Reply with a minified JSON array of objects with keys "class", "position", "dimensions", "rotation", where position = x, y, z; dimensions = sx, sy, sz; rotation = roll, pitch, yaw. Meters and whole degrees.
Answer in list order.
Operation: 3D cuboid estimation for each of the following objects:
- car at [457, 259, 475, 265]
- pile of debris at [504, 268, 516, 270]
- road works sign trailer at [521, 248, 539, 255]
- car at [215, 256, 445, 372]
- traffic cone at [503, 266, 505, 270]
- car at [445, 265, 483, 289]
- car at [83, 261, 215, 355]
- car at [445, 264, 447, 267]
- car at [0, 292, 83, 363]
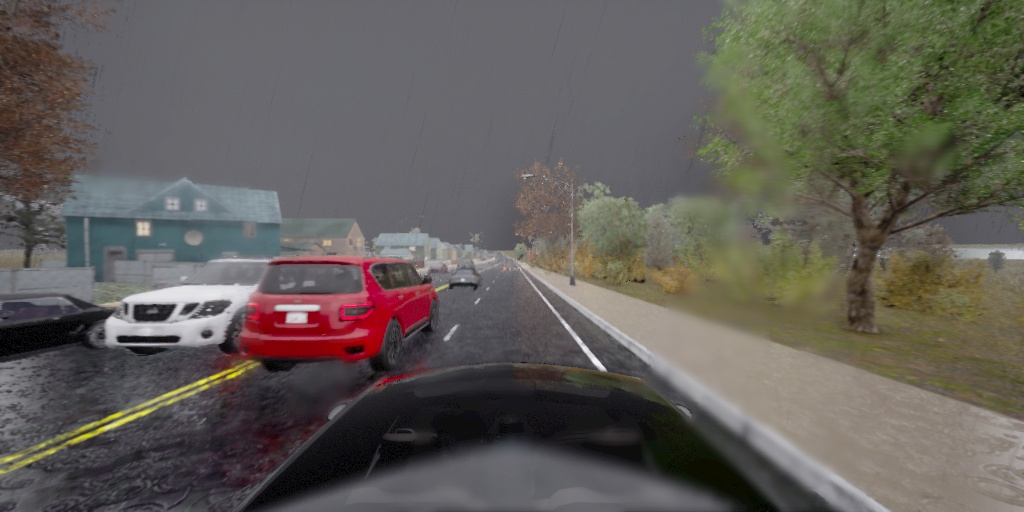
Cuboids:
[{"class":"car","position":[-6.567,1.402,51.517],"dimensions":[2.150,2.045,5.566],"rotation":[0,0,1]},{"class":"pile of debris","position":[-0.021,2.442,63.281],"dimensions":[1.860,0.140,1.500],"rotation":[0,0,0]},{"class":"road works sign trailer","position":[3.641,-2.350,63.580],"dimensions":[2.880,3.560,2.380],"rotation":[0,0,-41]},{"class":"car","position":[-3.152,1.028,7.932],"dimensions":[2.150,2.045,5.566],"rotation":[0,-1,0]},{"class":"traffic cone","position":[-1.400,2.231,63.274],"dimensions":[0.340,0.580,0.340],"rotation":[0,0,0]},{"class":"car","position":[-3.158,1.524,25.085],"dimensions":[1.994,1.385,4.181],"rotation":[0,-1,0]},{"class":"car","position":[-6.603,1.040,9.242],"dimensions":[2.150,2.045,5.566],"rotation":[0,-1,0]},{"class":"car","position":[-9.833,1.632,47.992],"dimensions":[1.882,1.535,5.008],"rotation":[0,0,0]},{"class":"car","position":[-9.853,1.395,6.560],"dimensions":[1.895,1.301,4.718],"rotation":[0,-1,0]}]
